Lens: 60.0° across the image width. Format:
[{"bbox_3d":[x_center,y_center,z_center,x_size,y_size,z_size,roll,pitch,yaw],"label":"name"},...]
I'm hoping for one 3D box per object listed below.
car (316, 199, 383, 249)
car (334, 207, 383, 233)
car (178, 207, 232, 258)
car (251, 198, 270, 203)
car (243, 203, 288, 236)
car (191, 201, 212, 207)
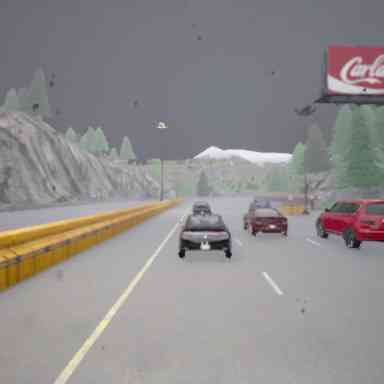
[{"bbox_3d":[7.537,1.324,15.111,2.150,2.045,5.566,0,0,1],"label":"car"},{"bbox_3d":[11.192,1.744,21.687,1.895,1.301,4.718,0,0,1],"label":"car"},{"bbox_3d":[0.491,1.589,13.269,2.128,1.511,4.902,0,0,1],"label":"car"},{"bbox_3d":[8.098,1.627,39.460,2.097,1.767,4.553,0,0,1],"label":"car"},{"bbox_3d":[4.134,1.613,19.326,1.882,1.535,5.008,0,0,1],"label":"car"},{"bbox_3d":[0.991,1.758,34.855,1.837,1.490,4.892,0,0,1],"label":"car"}]
